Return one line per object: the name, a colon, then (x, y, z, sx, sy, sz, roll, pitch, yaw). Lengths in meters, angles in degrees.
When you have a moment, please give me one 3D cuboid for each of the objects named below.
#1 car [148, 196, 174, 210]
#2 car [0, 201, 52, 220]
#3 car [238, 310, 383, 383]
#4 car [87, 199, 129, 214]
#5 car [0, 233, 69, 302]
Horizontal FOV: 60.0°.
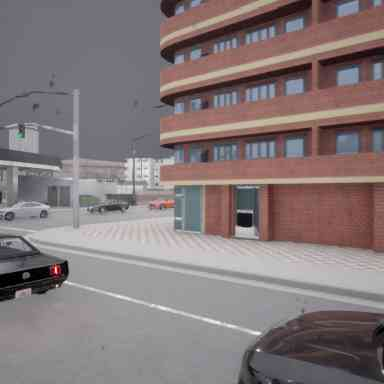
car: (-3.679, 1.389, 43.190, 2.097, 1.767, 4.553, 0, 0, 35)
car: (-14.142, 1.523, 27.958, 1.812, 1.442, 4.674, 0, 0, 34)
car: (2.641, 1.514, 2.111, 4.892, 1.490, 1.837, 0, 0, 35)
car: (-8.915, 1.509, 35.602, 2.128, 1.511, 4.902, 0, 0, 35)
car: (-4.939, 1.599, 7.503, 4.718, 1.301, 1.895, 0, 0, 36)
